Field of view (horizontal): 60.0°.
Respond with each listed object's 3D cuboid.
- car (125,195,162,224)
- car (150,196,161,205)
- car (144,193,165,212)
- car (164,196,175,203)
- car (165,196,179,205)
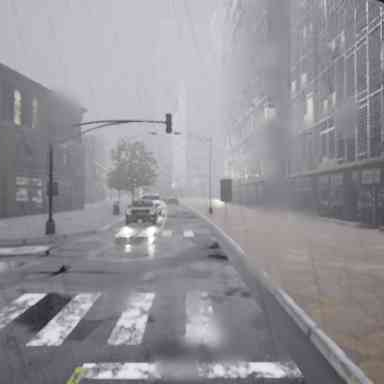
[{"bbox_3d":[-3.545,1.321,24.217,2.097,1.767,4.553,0,0,-3],"label":"car"},{"bbox_3d":[-6.345,1.443,58.151,1.812,1.442,4.674,0,0,-6],"label":"car"},{"bbox_3d":[-4.125,1.174,33.987,2.150,2.045,5.566,0,0,-4],"label":"car"},{"bbox_3d":[-4.549,1.522,65.956,1.895,1.301,4.718,0,0,-8],"label":"car"},{"bbox_3d":[-3.254,1.404,55.594,1.882,1.535,5.008,0,0,-7],"label":"car"}]
